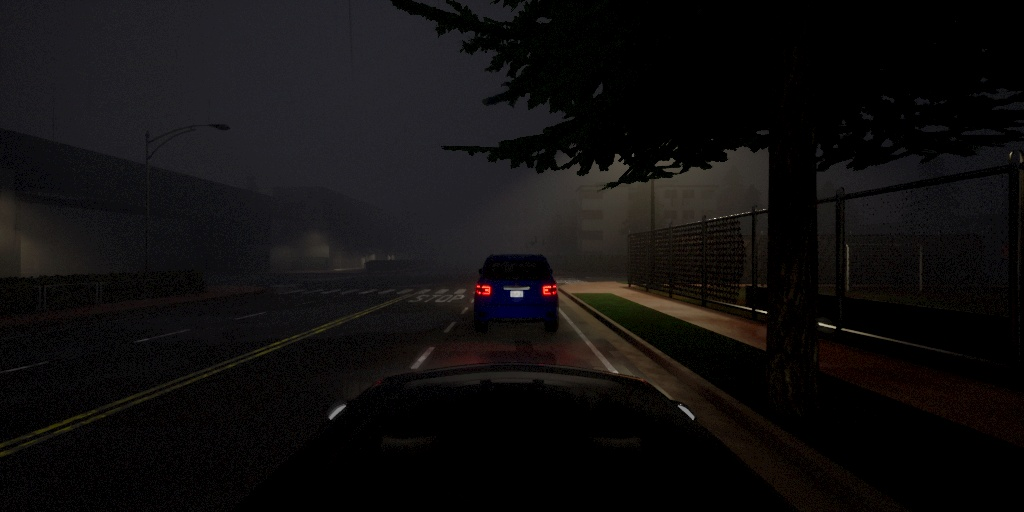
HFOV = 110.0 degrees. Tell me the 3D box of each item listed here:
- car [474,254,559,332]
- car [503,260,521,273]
[{"bbox_3d":[0.115,0.971,10.977,2.150,2.045,5.566,0,0,0],"label":"car"},{"bbox_3d":[0.024,1.241,45.628,2.128,1.511,4.902,0,0,0],"label":"car"}]
